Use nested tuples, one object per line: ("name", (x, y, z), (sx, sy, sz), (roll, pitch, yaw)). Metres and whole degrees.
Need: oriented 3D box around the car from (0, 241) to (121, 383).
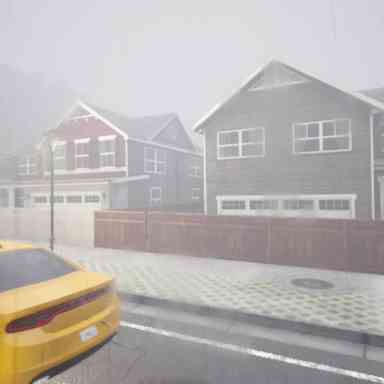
("car", (-3.402, 1.485, 4.959), (5.008, 1.535, 1.882), (0, 0, 27))
